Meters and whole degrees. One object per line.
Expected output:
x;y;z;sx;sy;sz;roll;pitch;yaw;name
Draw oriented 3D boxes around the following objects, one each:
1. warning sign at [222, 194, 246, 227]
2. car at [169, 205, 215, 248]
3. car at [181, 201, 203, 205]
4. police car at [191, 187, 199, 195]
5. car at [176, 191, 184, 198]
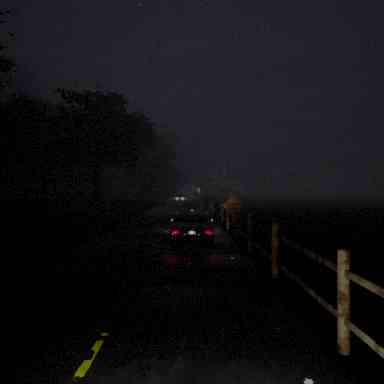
2.453;1.077;19.662;1.300;1.860;1.060;0;0;0;warning sign
0.000;1.536;14.650;2.033;1.411;5.357;0;0;0;car
0.000;1.484;29.646;1.994;1.385;4.181;0;0;0;car
0.825;-0.123;94.744;1.930;1.638;5.238;0;2;0;police car
-2.750;0.495;76.713;2.033;1.411;5.357;0;1;0;car
